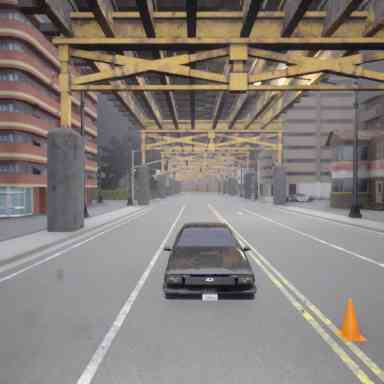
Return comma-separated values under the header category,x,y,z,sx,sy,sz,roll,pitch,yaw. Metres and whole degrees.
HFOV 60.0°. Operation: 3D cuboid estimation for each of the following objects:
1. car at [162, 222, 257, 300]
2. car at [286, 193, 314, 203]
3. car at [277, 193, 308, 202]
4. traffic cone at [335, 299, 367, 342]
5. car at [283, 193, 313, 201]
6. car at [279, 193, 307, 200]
category,x,y,z,sx,sy,sz,roll,pitch,yaw
car,0.363,1.533,8.758,2.033,1.411,5.357,0,0,1
car,17.476,1.005,54.868,4.974,1.542,2.038,0,1,-20
car,17.825,0.957,59.025,4.974,1.542,2.038,0,1,25
traffic cone,2.455,1.949,5.150,0.340,0.580,0.340,0,0,0
car,17.525,0.847,54.884,4.536,1.218,1.853,0,1,-20
car,17.873,0.800,59.001,4.536,1.218,1.853,0,1,25
